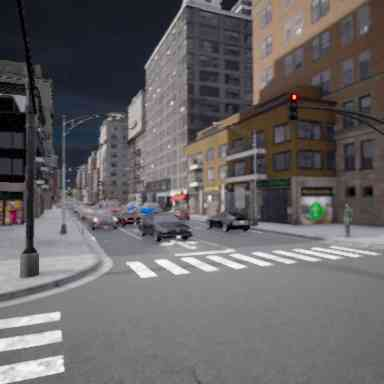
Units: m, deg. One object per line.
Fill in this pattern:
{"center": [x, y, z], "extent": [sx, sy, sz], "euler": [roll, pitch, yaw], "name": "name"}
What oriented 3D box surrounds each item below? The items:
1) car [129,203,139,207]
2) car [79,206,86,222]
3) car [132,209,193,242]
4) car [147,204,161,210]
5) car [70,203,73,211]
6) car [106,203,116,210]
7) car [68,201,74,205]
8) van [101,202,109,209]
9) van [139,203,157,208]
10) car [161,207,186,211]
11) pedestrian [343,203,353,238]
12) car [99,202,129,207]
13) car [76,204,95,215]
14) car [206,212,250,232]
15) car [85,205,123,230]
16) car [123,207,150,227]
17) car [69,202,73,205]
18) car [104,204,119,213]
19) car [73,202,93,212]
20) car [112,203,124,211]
{"center": [-7.512, 2.718, 49.395], "extent": [2.008, 1.369, 4.403], "euler": [0, -1, -21], "name": "car"}
{"center": [-10.965, 2.473, 36.208], "extent": [1.802, 1.307, 4.206], "euler": [0, -1, -21], "name": "car"}
{"center": [-1.720, 1.985, 19.516], "extent": [2.033, 1.411, 5.357], "euler": [0, -1, -23], "name": "car"}
{"center": [-3.493, 2.462, 39.136], "extent": [1.947, 1.339, 4.313], "euler": [0, -1, -21], "name": "car"}
{"center": [-21.012, 3.126, 61.856], "extent": [2.008, 1.369, 4.403], "euler": [0, -1, -21], "name": "car"}
{"center": [-19.569, 3.436, 80.175], "extent": [1.967, 1.590, 4.097], "euler": [0, -1, -21], "name": "car"}
{"center": [-31.059, 3.811, 87.506], "extent": [1.887, 1.381, 4.507], "euler": [0, -1, -21], "name": "car"}
{"center": [-23.588, 3.613, 90.437], "extent": [1.690, 1.788, 3.998], "euler": [0, -1, -21], "name": "van"}
{"center": [-5.504, 2.372, 44.270], "extent": [1.690, 1.788, 3.998], "euler": [0, -1, -21], "name": "van"}
{"center": [-1.483, 2.344, 34.006], "extent": [1.802, 1.307, 4.206], "euler": [0, -1, -21], "name": "car"}
{"center": [8.112, 1.452, 17.386], "extent": [0.375, 1.860, 0.375], "euler": [0, -1, -21], "name": "pedestrian"}
{"center": [-9.191, 2.155, 38.708], "extent": [2.150, 2.045, 5.566], "euler": [0, -1, -21], "name": "car"}
{"center": [-12.974, 2.576, 41.338], "extent": [2.008, 1.369, 4.403], "euler": [0, -1, -21], "name": "car"}
{"center": [2.536, 2.065, 23.746], "extent": [1.947, 1.339, 4.313], "euler": [0, -1, -21], "name": "car"}
{"center": [-6.947, 2.065, 25.952], "extent": [1.967, 1.590, 4.097], "euler": [0, -1, -21], "name": "car"}
{"center": [-5.365, 2.279, 28.867], "extent": [1.895, 1.301, 4.718], "euler": [0, -1, -21], "name": "car"}
{"center": [-25.031, 3.397, 72.116], "extent": [1.887, 1.381, 4.507], "euler": [0, -1, -21], "name": "car"}
{"center": [-14.899, 3.001, 61.298], "extent": [2.128, 1.511, 4.902], "euler": [0, -1, -21], "name": "car"}
{"center": [-16.994, 2.739, 51.600], "extent": [1.967, 1.590, 4.097], "euler": [0, -1, -21], "name": "car"}
{"center": [-15.550, 3.159, 69.916], "extent": [1.967, 1.590, 4.097], "euler": [0, -1, -21], "name": "car"}
